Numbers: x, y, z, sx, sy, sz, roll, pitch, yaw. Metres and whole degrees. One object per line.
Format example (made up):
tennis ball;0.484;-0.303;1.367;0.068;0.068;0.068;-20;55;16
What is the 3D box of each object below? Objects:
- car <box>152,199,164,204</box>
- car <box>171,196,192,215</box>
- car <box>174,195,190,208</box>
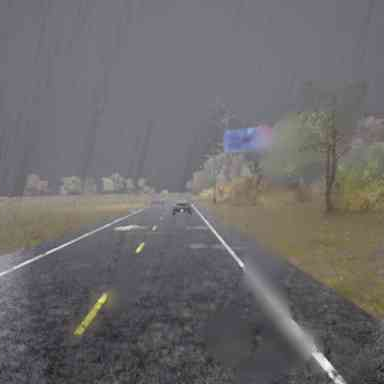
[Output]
car;-5.081;1.292;49.913;1.994;1.385;4.181;-1;0;-2
car;-1.018;1.460;33.646;1.837;1.490;4.892;-1;0;-1
car;-1.436;1.288;46.723;2.097;1.767;4.553;-1;0;-1
